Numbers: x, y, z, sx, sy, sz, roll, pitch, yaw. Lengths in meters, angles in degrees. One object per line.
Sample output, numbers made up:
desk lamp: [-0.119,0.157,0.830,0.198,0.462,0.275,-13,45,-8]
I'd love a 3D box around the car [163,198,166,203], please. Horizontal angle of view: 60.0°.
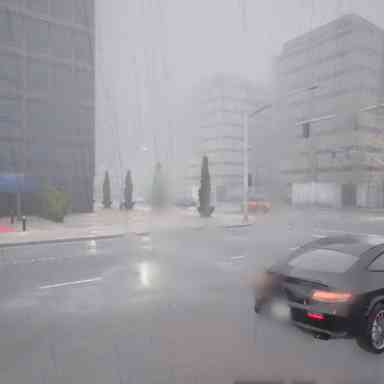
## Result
car: [-7.333,1.503,69.704,1.837,1.490,4.892,0,0,-35]

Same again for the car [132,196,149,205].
car: [-10.209,1.525,61.415,1.812,1.442,4.674,0,0,-35]

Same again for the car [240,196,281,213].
car: [7.413,1.352,36.243,2.097,1.767,4.553,0,0,-36]

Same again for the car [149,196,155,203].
car: [-8.777,1.564,65.729,1.994,1.385,4.181,0,0,-35]

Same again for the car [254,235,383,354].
car: [3.158,1.526,6.073,4.674,1.442,1.812,0,0,-35]

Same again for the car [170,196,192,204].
car: [-2.049,1.526,62.228,1.812,1.442,4.674,0,0,-35]

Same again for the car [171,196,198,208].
car: [-1.000,1.564,48.200,1.994,1.385,4.181,0,0,-35]
